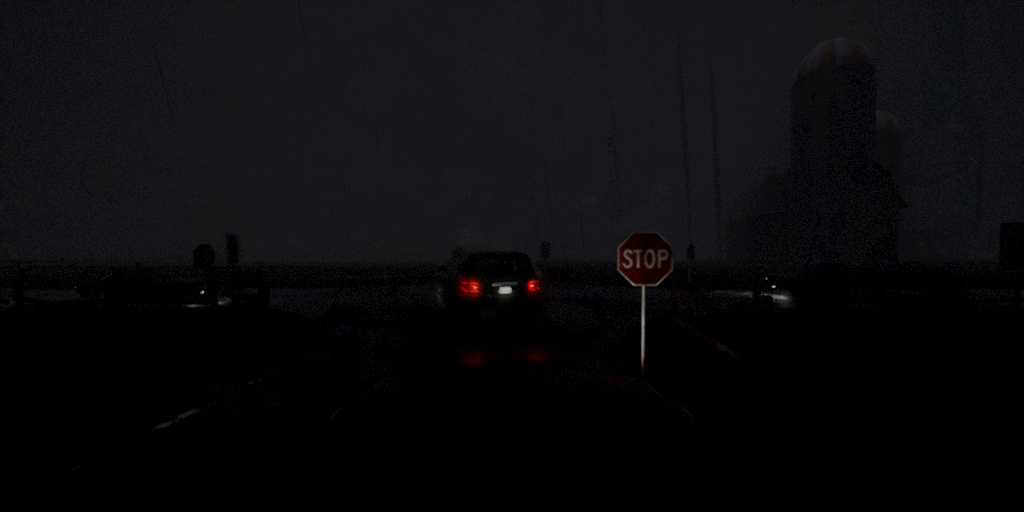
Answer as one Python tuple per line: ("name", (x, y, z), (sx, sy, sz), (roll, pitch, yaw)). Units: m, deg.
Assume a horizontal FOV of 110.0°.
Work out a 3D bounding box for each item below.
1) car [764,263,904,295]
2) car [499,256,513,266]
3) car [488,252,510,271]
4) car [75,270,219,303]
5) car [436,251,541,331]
("car", (15.263, 1.068, 17.190), (5.357, 1.411, 2.033), (0, 1, 2))
("car", (-0.912, 0.715, 55.513), (1.812, 1.442, 4.674), (0, 1, 3))
("car", (-1.449, 0.541, 41.521), (2.150, 2.045, 5.566), (0, 0, 2))
("car", (-15.418, 1.243, 15.396), (4.718, 1.301, 1.895), (0, 1, 1))
("car", (-0.916, 0.861, 10.886), (2.150, 2.045, 5.566), (0, 1, -17))
